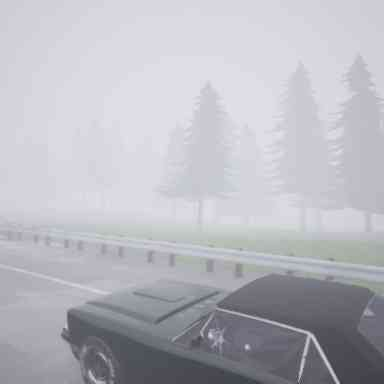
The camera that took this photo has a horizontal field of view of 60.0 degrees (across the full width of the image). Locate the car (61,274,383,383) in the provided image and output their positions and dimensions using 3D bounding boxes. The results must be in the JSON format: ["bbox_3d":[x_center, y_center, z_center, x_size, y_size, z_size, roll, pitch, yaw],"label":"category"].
[{"bbox_3d":[0.728,1.603,3.471,4.718,1.301,1.895,0,0,36],"label":"car"}]
